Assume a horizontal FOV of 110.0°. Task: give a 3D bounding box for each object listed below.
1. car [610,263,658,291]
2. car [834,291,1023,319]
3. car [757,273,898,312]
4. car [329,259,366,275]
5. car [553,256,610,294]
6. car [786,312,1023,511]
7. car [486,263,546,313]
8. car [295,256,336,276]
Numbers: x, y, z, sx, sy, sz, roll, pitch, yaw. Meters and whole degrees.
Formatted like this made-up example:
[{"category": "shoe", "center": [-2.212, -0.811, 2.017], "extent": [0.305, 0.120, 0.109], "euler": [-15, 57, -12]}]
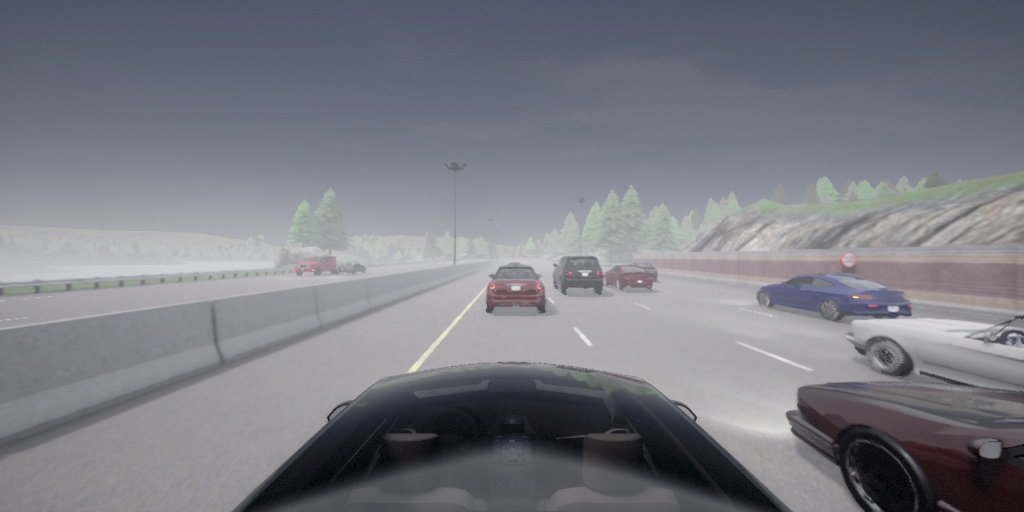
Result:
[{"category": "car", "center": [7.155, 1.270, 22.515], "extent": [1.882, 1.535, 5.008], "euler": [0, 0, 0]}, {"category": "car", "center": [7.114, 1.363, 4.457], "extent": [1.895, 1.301, 4.718], "euler": [0, 0, 0]}, {"category": "car", "center": [10.630, 1.304, 12.287], "extent": [1.812, 1.442, 4.674], "euler": [0, 0, 0]}, {"category": "car", "center": [-17.397, 1.265, 38.707], "extent": [1.994, 1.385, 4.181], "euler": [0, 0, 0]}, {"category": "car", "center": [3.649, 1.009, 20.528], "extent": [2.150, 2.045, 5.566], "euler": [0, 0, 0]}, {"category": "car", "center": [3.613, 1.300, 1.011], "extent": [2.033, 1.411, 5.357], "euler": [0, 0, 0]}, {"category": "car", "center": [0.136, 1.123, 14.335], "extent": [2.097, 1.767, 4.553], "euler": [0, 0, 0]}, {"category": "car", "center": [-20.898, 1.001, 38.617], "extent": [2.150, 2.045, 5.566], "euler": [0, 0, 0]}]
